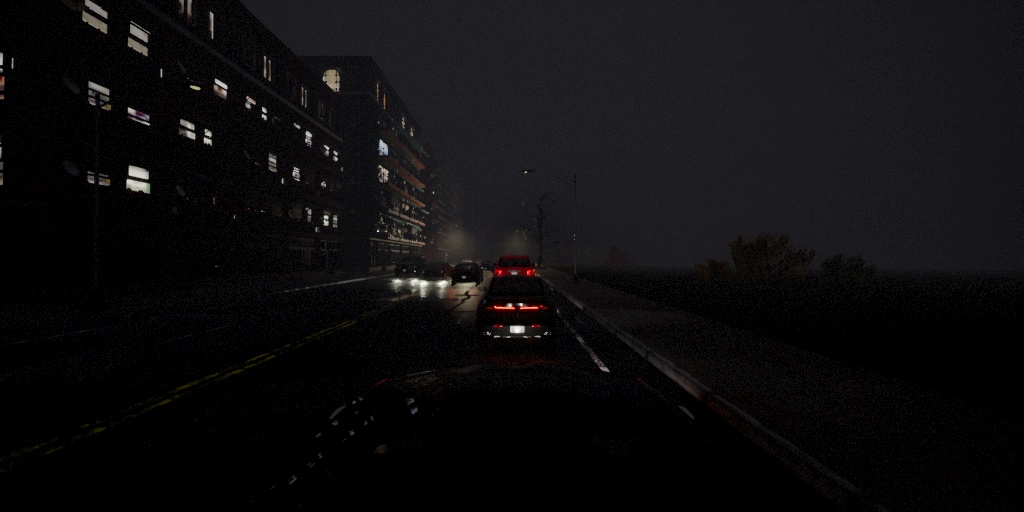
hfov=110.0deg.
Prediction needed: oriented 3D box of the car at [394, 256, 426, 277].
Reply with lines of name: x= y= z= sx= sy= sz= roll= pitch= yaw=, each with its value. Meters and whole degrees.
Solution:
car: x=-9.822 y=0.975 z=35.473 sx=2.150 sy=2.045 sz=5.566 roll=0 pitch=0 yaw=0

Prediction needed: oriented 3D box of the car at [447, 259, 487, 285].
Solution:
car: x=-3.129 y=1.231 z=25.800 sx=1.882 sy=1.535 sz=5.008 roll=0 pitch=0 yaw=0

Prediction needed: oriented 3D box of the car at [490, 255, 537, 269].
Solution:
car: x=0.115 y=0.975 z=20.109 sx=2.150 sy=2.045 sz=5.566 roll=0 pitch=0 yaw=0

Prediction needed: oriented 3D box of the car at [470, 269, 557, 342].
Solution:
car: x=0.108 y=1.256 z=9.761 sx=1.837 sy=1.490 sz=4.892 roll=0 pitch=0 yaw=0

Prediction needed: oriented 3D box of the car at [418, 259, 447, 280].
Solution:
car: x=-6.576 y=1.231 z=31.933 sx=1.882 sy=1.535 sz=5.008 roll=0 pitch=0 yaw=0

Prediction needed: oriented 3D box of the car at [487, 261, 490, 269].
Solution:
car: x=-3.116 y=1.280 z=44.561 sx=1.812 sy=1.442 sz=4.674 roll=0 pitch=0 yaw=0

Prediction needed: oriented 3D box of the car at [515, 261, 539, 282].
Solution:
car: x=1.162 y=1.209 z=30.516 sx=1.801 sy=1.575 sz=5.366 roll=0 pitch=0 yaw=0
